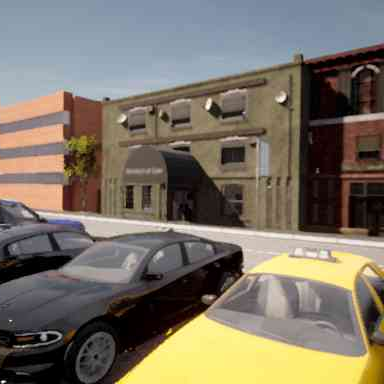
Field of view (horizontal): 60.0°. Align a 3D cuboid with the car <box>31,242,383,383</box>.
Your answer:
[{"bbox_3d":[1.294,1.473,3.842,1.946,1.575,5.366,0,0,36],"label":"car"}]

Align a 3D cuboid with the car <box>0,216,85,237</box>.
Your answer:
[{"bbox_3d":[-3.194,1.447,7.281,2.097,1.535,5.008,0,0,36],"label":"car"}]

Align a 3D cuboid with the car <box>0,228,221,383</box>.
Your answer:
[{"bbox_3d":[-0.892,1.462,5.643,2.097,1.535,5.008,0,0,36],"label":"car"}]

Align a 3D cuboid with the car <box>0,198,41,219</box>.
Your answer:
[{"bbox_3d":[-5.470,1.182,8.954,2.435,2.045,5.566,0,0,36],"label":"car"}]

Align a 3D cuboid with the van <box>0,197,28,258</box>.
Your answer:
[{"bbox_3d":[-7.850,1.193,10.483,1.878,1.987,4.442,0,0,36],"label":"van"}]
